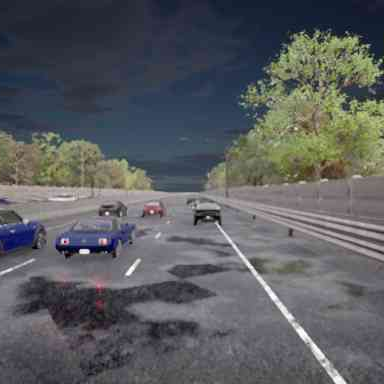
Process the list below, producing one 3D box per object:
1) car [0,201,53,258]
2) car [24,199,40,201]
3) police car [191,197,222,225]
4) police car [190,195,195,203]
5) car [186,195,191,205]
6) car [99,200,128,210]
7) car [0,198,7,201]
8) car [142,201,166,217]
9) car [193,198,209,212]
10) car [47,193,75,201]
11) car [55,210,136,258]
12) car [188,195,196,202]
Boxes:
[{"bbox_3d":[-6.903,1.349,11.512,2.097,1.767,4.553,0,0,0],"label":"car"},{"bbox_3d":[-21.090,1.595,43.419,1.895,1.301,4.718,0,0,0],"label":"car"},{"bbox_3d":[1.045,1.421,23.966,1.930,1.638,5.238,0,0,0],"label":"police car"},{"bbox_3d":[1.044,1.420,33.967,1.930,1.638,5.238,0,0,0],"label":"police car"},{"bbox_3d":[-0.012,1.501,58.731,1.837,1.490,4.892,0,0,0],"label":"car"},{"bbox_3d":[-6.906,1.500,29.492,1.837,1.490,4.892,0,0,0],"label":"car"},{"bbox_3d":[-24.593,1.520,41.713,1.812,1.442,4.674,0,0,0],"label":"car"},{"bbox_3d":[-3.419,1.520,30.542,1.812,1.442,4.674,0,0,0],"label":"car"},{"bbox_3d":[1.043,1.520,39.857,1.812,1.442,4.674,0,0,0],"label":"car"},{"bbox_3d":[-17.585,1.219,44.825,2.150,2.045,5.566,0,0,0],"label":"car"},{"bbox_3d":[-3.402,1.598,12.752,1.895,1.301,4.718,0,0,0],"label":"car"},{"bbox_3d":[-0.015,1.397,74.478,1.837,1.490,4.892,0,0,0],"label":"car"}]
